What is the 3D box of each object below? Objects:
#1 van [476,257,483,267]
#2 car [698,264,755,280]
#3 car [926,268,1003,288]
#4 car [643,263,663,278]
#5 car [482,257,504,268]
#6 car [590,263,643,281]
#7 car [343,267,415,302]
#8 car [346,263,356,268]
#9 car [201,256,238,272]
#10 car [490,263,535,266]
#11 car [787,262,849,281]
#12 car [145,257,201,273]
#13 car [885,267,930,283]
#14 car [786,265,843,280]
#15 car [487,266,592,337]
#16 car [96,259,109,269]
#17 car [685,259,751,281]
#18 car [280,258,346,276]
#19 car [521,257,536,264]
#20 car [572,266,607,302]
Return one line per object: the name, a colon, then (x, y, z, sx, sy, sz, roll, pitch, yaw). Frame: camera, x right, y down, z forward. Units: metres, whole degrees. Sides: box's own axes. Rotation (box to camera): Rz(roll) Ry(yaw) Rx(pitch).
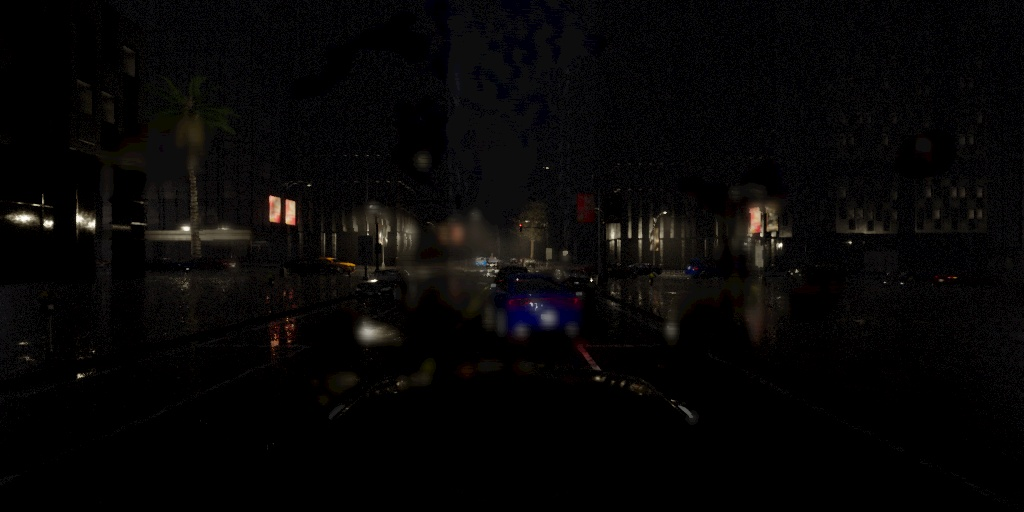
van: (-5.546, 1.112, 64.505, 1.690, 1.789, 3.998, 0, 0, 0)
car: (23.150, 1.708, 38.839, 4.902, 1.511, 2.128, 1, 0, 0)
car: (40.715, 2.062, 32.091, 4.674, 1.442, 1.812, 1, 0, 0)
car: (13.731, 1.532, 38.851, 4.902, 1.511, 2.128, 1, 0, -1)
car: (-2.928, 1.259, 56.103, 2.128, 1.511, 4.902, 0, 0, 2)
car: (8.654, 1.393, 32.183, 5.008, 1.535, 1.882, 2, 0, 0)
car: (-5.768, 1.302, 16.737, 2.007, 1.370, 4.403, 0, 0, 0)
car: (-18.096, 0.937, 35.511, 5.008, 1.535, 1.882, 1, 0, 0)
car: (-29.850, 0.779, 35.543, 4.674, 1.442, 1.812, 1, 0, 0)
car: (0.061, 1.257, 17.944, 1.837, 1.490, 4.892, 0, 0, 0)
car: (33.073, 1.626, 38.801, 5.566, 2.045, 2.150, 1, 0, 0)
car: (-31.397, 0.820, 32.294, 4.718, 1.301, 1.895, 1, 0, 0)
car: (43.369, 1.953, 38.738, 4.553, 1.767, 2.097, 1, 0, 1)
car: (35.396, 1.934, 42.043, 5.008, 1.535, 1.882, 1, 0, 0)
car: (0.458, 1.228, 10.452, 1.882, 1.535, 5.008, 0, 0, -8)
car: (-42.975, 0.558, 35.603, 4.674, 1.442, 1.812, 1, 0, 1)
car: (20.141, 1.375, 35.401, 5.566, 2.045, 2.150, 1, 0, 0)
car: (-18.097, 0.930, 32.267, 5.008, 1.535, 1.882, 1, 0, 1)
car: (2.931, 1.319, 58.920, 2.007, 1.370, 4.403, 0, 0, 0)
car: (2.757, 1.303, 16.737, 2.007, 1.370, 4.403, 0, 0, 0)
